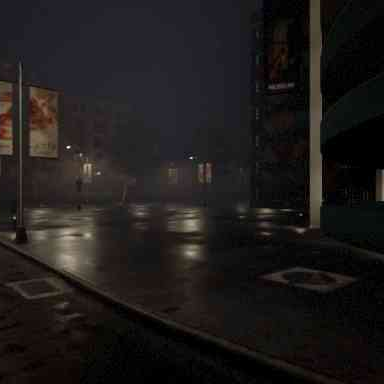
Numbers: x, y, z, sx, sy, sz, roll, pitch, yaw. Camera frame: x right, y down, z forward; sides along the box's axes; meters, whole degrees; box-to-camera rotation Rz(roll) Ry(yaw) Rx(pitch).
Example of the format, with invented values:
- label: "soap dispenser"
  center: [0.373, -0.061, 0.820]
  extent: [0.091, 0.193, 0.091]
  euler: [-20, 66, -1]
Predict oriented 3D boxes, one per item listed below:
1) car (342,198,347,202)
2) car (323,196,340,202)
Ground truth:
- label: "car"
  center: [22.171, 1.413, 51.038]
  extent: [4.786, 1.482, 2.161]
  euler: [0, 0, -41]
- label: "car"
  center: [15.615, 1.320, 39.957]
  extent: [4.674, 1.452, 2.002]
  euler: [0, 0, -41]
